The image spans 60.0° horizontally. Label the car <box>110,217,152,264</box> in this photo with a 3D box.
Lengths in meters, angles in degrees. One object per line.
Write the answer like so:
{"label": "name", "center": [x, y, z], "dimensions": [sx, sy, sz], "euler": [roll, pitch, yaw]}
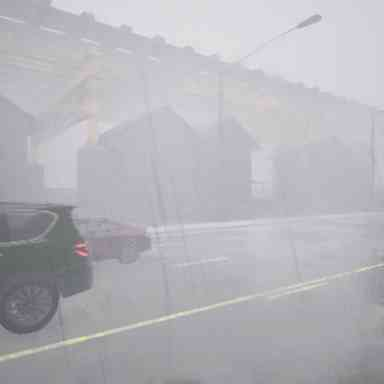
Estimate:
{"label": "car", "center": [-3.475, 1.472, 10.062], "dimensions": [4.674, 1.442, 1.812], "euler": [0, 0, -35]}

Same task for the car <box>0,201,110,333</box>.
{"label": "car", "center": [-4.386, 1.185, 5.163], "dimensions": [5.566, 2.045, 2.150], "euler": [0, 0, -36]}
